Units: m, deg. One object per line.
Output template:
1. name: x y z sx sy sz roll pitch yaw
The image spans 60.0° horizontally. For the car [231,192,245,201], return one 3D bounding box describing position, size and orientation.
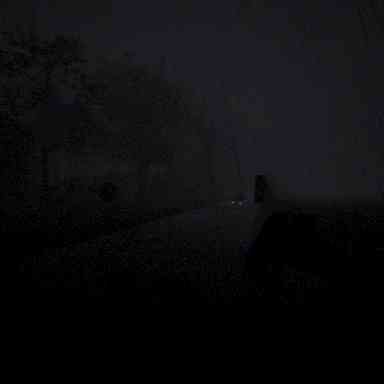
1. car: 7.503 0.757 53.925 1.994 1.385 4.181 1 1 14
